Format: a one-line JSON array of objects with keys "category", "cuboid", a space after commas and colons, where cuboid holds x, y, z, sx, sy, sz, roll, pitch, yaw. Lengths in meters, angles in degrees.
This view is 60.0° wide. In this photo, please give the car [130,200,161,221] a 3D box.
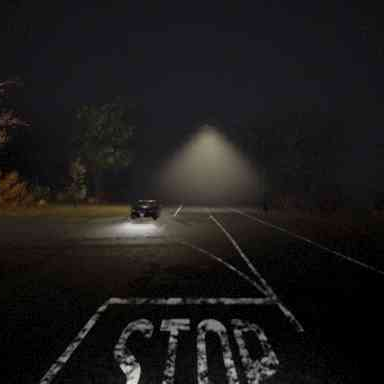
[{"category": "car", "cuboid": [-3.432, 1.374, 25.389, 2.128, 1.511, 4.902, 1, -2, 0]}]
